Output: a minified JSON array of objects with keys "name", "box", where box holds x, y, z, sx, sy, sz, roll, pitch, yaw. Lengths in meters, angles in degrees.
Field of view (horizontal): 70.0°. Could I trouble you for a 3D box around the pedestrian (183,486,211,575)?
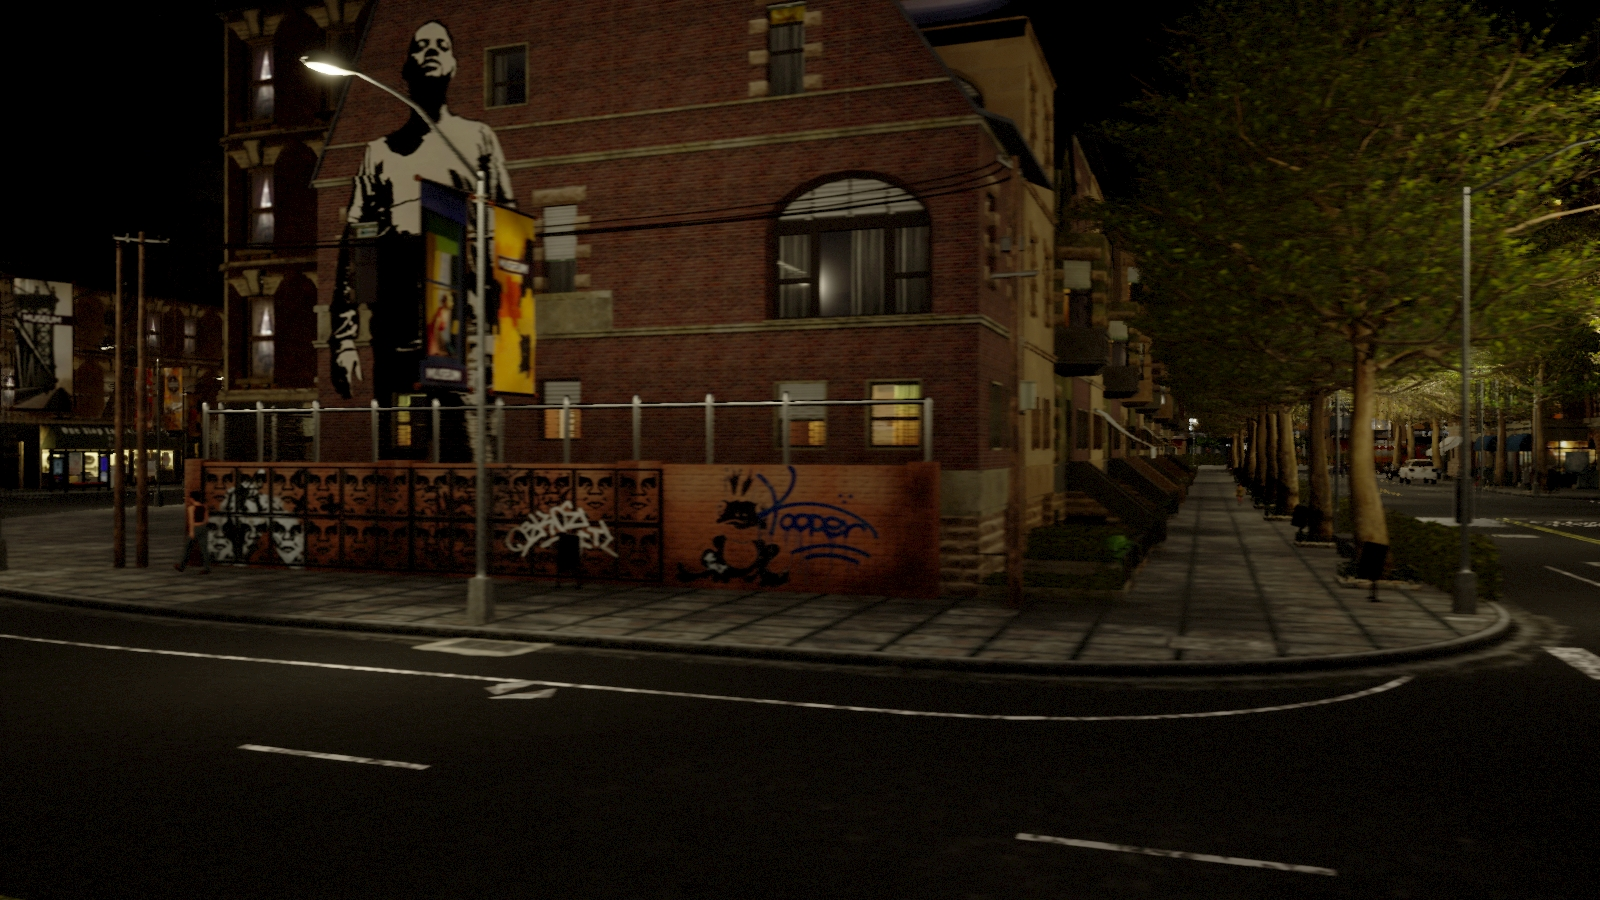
[{"name":"pedestrian","box":[-12.769,1.698,24.189,0.375,1.860,0.375,0,0,29]}]
